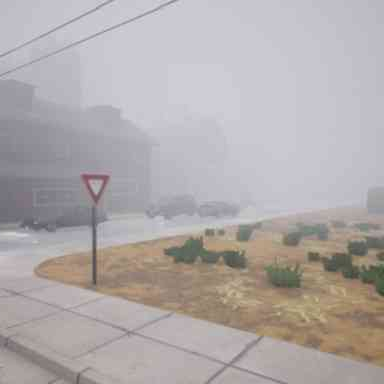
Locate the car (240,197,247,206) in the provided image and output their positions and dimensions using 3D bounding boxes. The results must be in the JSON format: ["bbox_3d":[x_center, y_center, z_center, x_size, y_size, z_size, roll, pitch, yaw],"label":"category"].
[{"bbox_3d":[4.123,1.598,38.309,1.812,1.442,4.674,0,0,35],"label":"car"}]

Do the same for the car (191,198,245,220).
[{"bbox_3d":[2.407,1.544,29.354,2.128,1.511,4.902,0,0,35],"label":"car"}]

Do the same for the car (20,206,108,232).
[{"bbox_3d":[-7.841,1.618,21.050,2.033,1.411,5.357,0,0,35],"label":"car"}]

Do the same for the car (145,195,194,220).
[{"bbox_3d":[-1.774,1.293,29.818,2.150,2.045,5.566,0,0,35],"label":"car"}]

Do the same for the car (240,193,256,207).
[{"bbox_3d":[8.633,1.240,52.032,1.905,1.878,3.866,6,1,-8],"label":"car"}]
